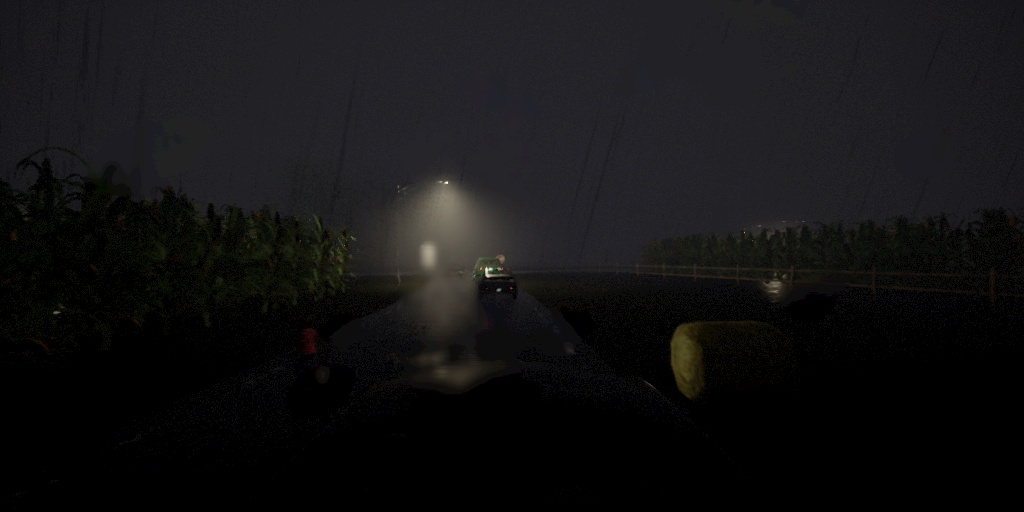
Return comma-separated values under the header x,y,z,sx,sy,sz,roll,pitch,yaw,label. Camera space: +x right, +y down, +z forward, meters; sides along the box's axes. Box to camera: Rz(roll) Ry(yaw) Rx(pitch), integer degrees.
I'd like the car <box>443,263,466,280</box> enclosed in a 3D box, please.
x,y,z,sx,sy,sz,roll,pitch,yaw,label
-5.531,1.447,34.570,1.882,1.535,5.008,0,-1,-8,car

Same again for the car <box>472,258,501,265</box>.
x,y,z,sx,sy,sz,roll,pitch,yaw,label
-2.005,1.150,29.541,2.150,2.045,5.566,0,0,-9,car

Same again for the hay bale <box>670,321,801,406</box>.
x,y,z,sx,sy,sz,roll,pitch,yaw,label
3.088,1.421,5.115,1.220,1.180,1.240,0,0,-1,hay bale

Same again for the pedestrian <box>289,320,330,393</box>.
x,y,z,sx,sy,sz,roll,pitch,yaw,label
-3.069,1.064,5.421,0.375,1.860,0.375,0,0,-7,pedestrian

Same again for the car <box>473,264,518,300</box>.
x,y,z,sx,sy,sz,roll,pitch,yaw,label
-0.792,1.341,18.515,2.128,1.511,4.902,0,0,-5,car
